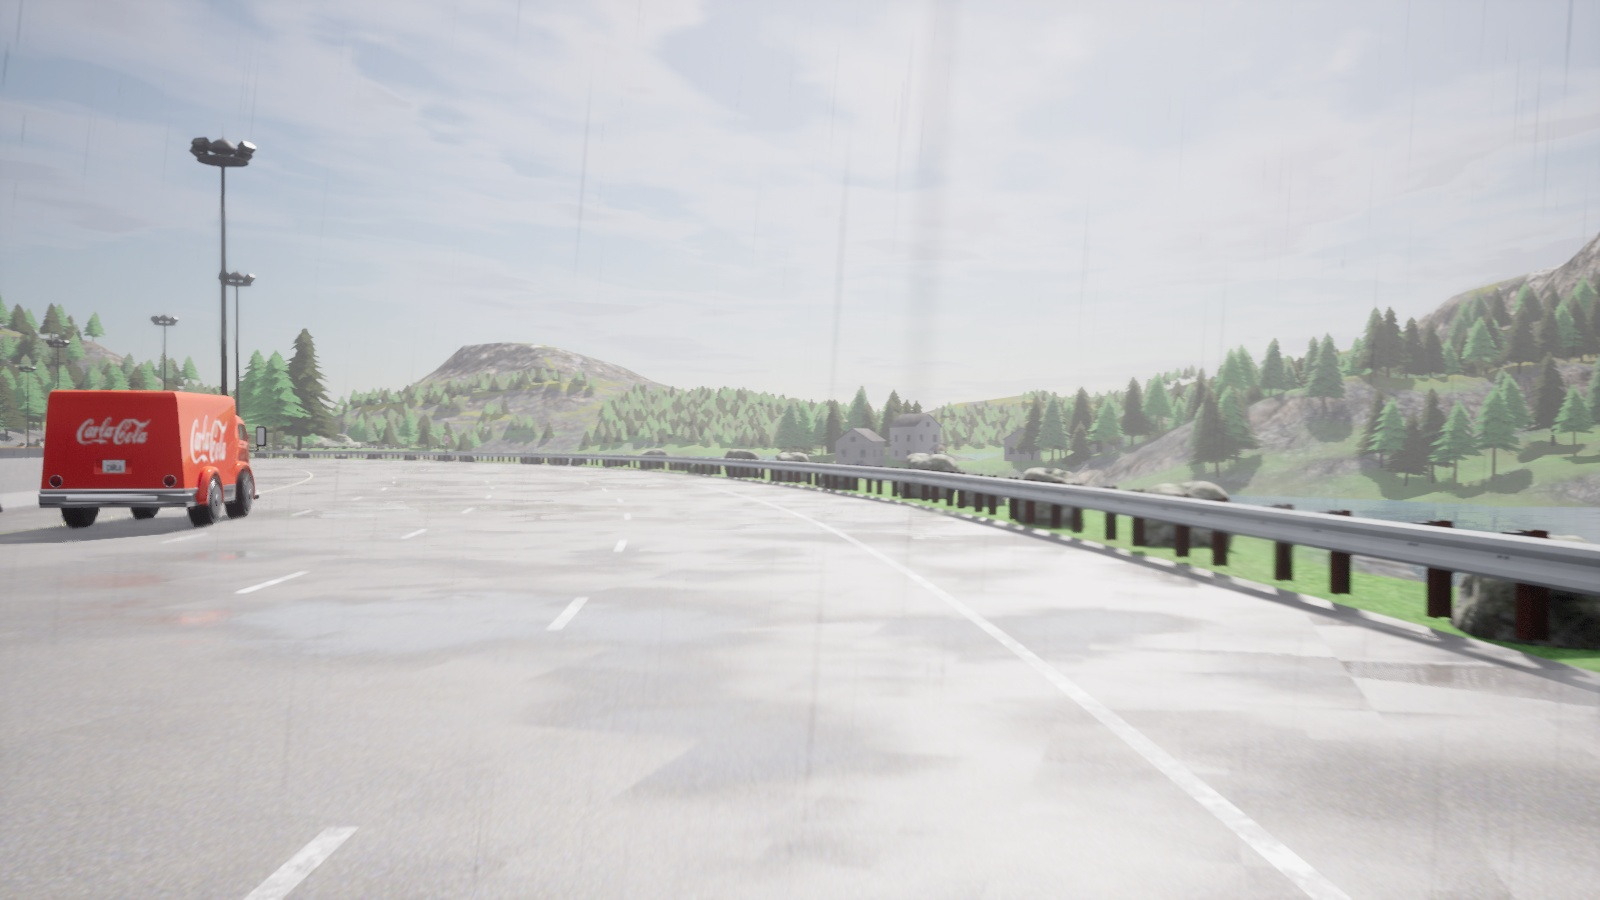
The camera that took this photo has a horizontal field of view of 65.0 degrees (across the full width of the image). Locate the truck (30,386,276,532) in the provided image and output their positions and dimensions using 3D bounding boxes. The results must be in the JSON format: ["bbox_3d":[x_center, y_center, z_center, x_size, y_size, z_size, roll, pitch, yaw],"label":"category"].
[{"bbox_3d":[-12.119,0.144,24.032,2.627,2.467,5.204,0,0,-8],"label":"truck"}]
